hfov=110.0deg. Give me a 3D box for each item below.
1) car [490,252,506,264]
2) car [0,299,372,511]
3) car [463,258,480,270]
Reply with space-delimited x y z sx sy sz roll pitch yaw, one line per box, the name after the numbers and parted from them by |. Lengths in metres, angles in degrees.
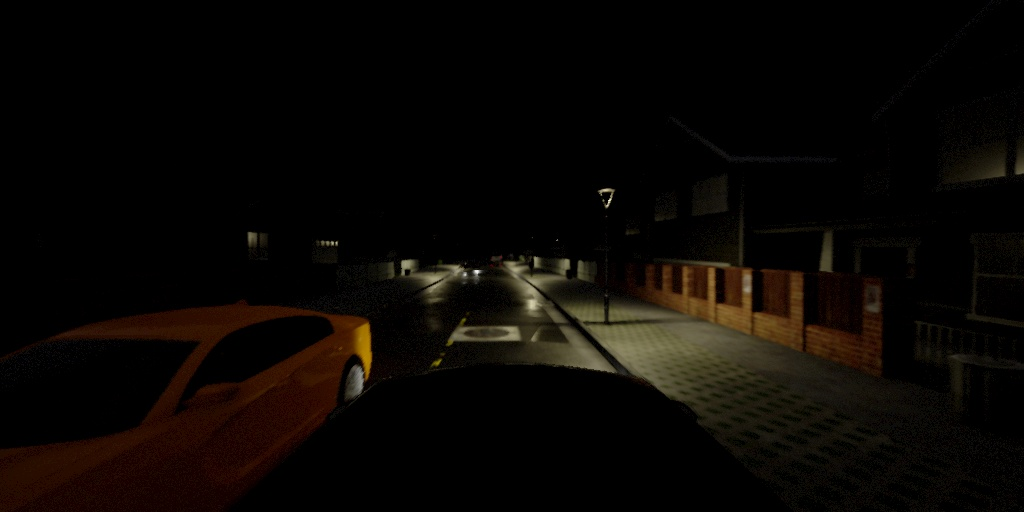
-2.732 0.356 65.007 2.150 2.045 5.566 -5 1 -1 | car
-2.882 1.229 3.017 1.882 1.535 5.008 0 0 0 | car
-5.189 1.028 46.255 1.812 1.442 4.674 0 1 -5 | car
